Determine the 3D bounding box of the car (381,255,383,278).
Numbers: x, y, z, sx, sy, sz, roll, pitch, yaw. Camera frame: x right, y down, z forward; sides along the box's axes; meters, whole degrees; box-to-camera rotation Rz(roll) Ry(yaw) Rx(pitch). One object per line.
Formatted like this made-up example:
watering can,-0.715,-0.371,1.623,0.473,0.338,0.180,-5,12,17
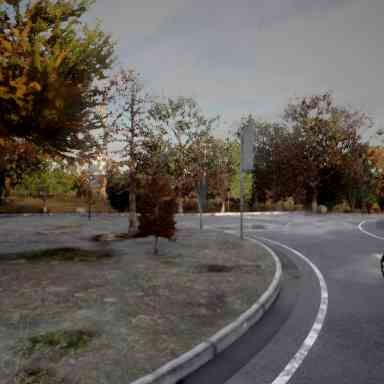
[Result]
car,5.159,1.347,6.509,2.097,1.767,4.553,0,0,24
